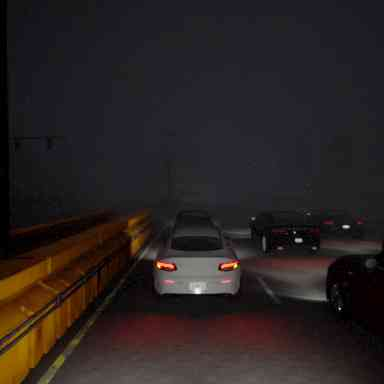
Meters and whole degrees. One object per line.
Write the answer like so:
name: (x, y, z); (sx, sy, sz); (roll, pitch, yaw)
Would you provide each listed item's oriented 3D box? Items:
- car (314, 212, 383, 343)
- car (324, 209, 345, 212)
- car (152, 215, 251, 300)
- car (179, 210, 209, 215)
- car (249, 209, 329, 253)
car: (3.594, 1.352, 4.507); (2.097, 1.767, 4.553); (0, 0, 0)
car: (7.088, 1.563, 17.294); (1.994, 1.385, 4.181); (0, 0, 0)
car: (0.094, 1.525, 8.284); (1.812, 1.442, 4.674); (0, 0, 0)
car: (0.088, 1.600, 17.406); (1.895, 1.301, 4.718); (0, 0, 0)
car: (3.591, 1.477, 13.679); (1.882, 1.535, 5.008); (0, 0, 0)
